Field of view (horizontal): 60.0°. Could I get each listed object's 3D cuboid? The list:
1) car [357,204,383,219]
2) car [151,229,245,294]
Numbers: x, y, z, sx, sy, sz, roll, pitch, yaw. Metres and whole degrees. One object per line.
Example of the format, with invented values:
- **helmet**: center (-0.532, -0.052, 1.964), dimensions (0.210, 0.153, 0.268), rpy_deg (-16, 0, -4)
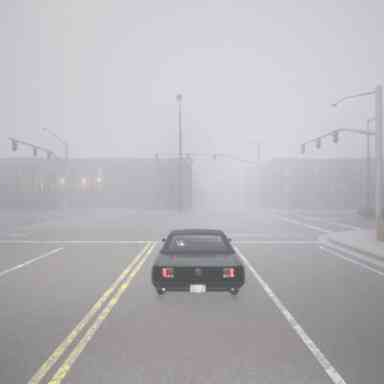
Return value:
- **car**: center (16.905, 1.650, 28.692), dimensions (4.718, 1.301, 1.895), rpy_deg (0, 0, 0)
- **car**: center (0.125, 1.616, 8.771), dimensions (1.895, 1.301, 4.718), rpy_deg (0, 0, 0)
